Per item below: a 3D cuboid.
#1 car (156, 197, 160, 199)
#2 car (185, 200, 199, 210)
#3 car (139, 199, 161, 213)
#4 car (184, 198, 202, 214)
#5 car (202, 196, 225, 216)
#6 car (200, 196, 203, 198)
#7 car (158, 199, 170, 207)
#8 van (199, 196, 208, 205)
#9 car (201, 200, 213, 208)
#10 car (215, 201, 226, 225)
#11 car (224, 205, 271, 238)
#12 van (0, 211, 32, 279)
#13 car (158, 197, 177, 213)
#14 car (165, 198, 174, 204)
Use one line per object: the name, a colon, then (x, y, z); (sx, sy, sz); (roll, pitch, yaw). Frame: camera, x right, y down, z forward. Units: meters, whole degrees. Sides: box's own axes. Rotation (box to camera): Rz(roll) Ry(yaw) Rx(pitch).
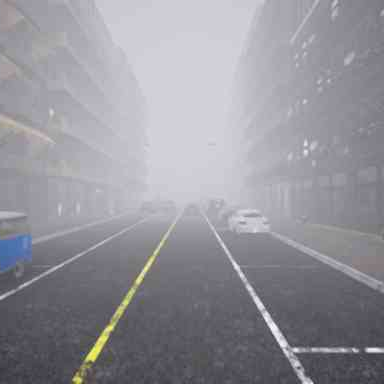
car: (-5.326, 1.730, 57.437); (2.192, 1.841, 5.009); (1, 0, 0)
car: (-0.014, 1.905, 48.867); (1.994, 1.385, 4.181); (0, 0, 0)
car: (-5.322, 1.842, 40.846); (1.947, 1.339, 4.313); (1, 0, 0)
car: (0.030, 1.782, 38.191); (1.812, 1.442, 4.674); (0, 0, 0)
car: (2.534, 1.549, 35.261); (2.192, 1.841, 5.009); (1, 0, 0)
car: (2.513, 1.832, 68.449); (2.192, 1.841, 5.009); (1, -1, 0)
car: (-5.335, 2.010, 62.966); (1.887, 1.381, 4.507); (1, -1, 0)
van: (2.508, 1.912, 73.980); (1.690, 1.788, 3.998); (1, -1, 0)
car: (2.514, 1.997, 57.384); (1.802, 1.307, 4.206); (1, -1, 0)
car: (3.009, 1.687, 25.176); (1.812, 1.442, 4.674); (0, 0, 0)
car: (3.013, 1.639, 18.175); (1.812, 1.442, 4.674); (0, 0, 0)
van: (-5.295, 1.386, 7.663); (1.690, 1.788, 3.998); (2, 0, 0)
car: (-2.868, 1.766, 42.339); (1.882, 1.535, 5.008); (0, 0, 0)
car: (-5.347, 2.209, 79.559); (1.802, 1.307, 4.206); (1, -1, 0)
